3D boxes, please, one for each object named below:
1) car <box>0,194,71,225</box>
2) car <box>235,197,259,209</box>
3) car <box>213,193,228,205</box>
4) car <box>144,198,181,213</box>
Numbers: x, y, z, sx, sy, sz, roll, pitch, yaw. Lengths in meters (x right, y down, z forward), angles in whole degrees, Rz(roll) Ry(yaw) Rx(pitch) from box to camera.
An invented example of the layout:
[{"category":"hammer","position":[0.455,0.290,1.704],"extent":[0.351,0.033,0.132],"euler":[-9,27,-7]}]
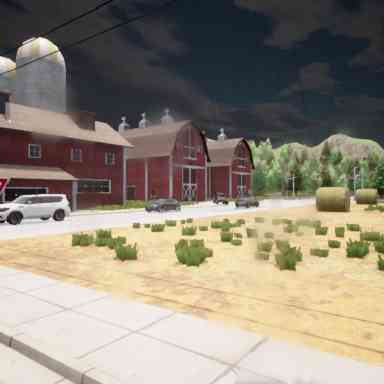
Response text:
[{"category":"car","position":[-11.614,1.195,24.206],"extent":[2.150,2.045,5.566],"euler":[0,0,35]},{"category":"car","position":[7.601,1.462,45.381],"extent":[2.128,1.511,4.902],"euler":[0,0,35]},{"category":"car","position":[4.744,1.118,54.883],"extent":[1.905,1.878,3.866],"euler":[6,1,-8]},{"category":"car","position":[-3.132,1.478,36.395],"extent":[1.837,1.490,4.892],"euler":[0,0,35]}]
